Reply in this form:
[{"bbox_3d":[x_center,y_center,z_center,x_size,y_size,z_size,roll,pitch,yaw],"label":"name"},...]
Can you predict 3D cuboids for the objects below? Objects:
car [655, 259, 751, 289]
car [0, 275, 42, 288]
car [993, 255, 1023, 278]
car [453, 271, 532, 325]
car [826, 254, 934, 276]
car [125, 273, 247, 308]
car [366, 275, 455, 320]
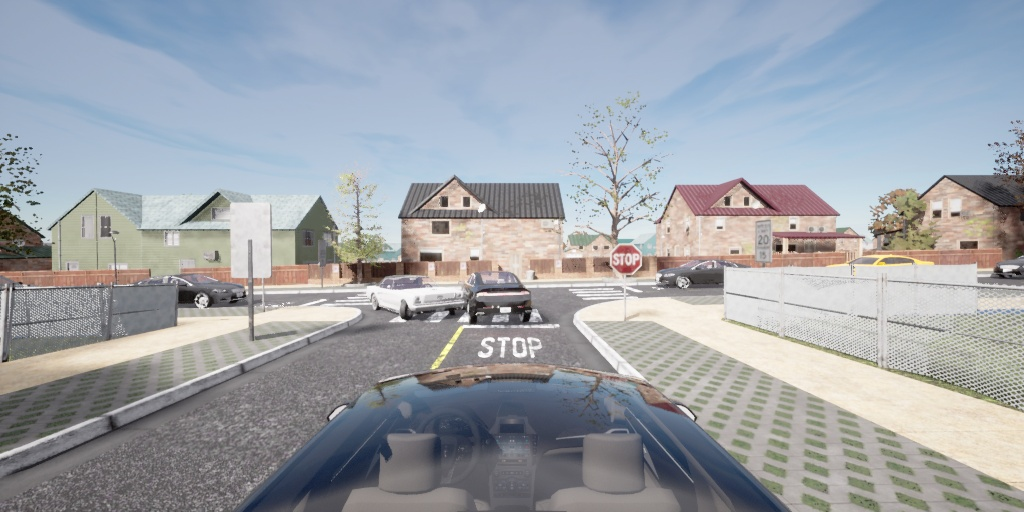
[{"bbox_3d":[10.335,0.926,19.426,4.902,1.511,2.128,-1,1,0],"label":"car"},{"bbox_3d":[-24.236,1.648,16.340,4.553,1.767,2.097,-1,1,0],"label":"car"},{"bbox_3d":[29.390,0.478,19.494,4.902,1.511,2.128,-1,1,0],"label":"car"},{"bbox_3d":[-0.683,1.242,12.020,2.128,1.511,4.902,0,0,-12],"label":"car"},{"bbox_3d":[19.765,0.690,19.460,5.008,1.535,1.882,-1,1,-1],"label":"car"},{"bbox_3d":[-14.899,1.566,16.378,4.902,1.511,2.128,-1,1,0],"label":"car"},{"bbox_3d":[-3.600,1.368,12.880,1.895,1.301,4.718,0,0,-38],"label":"car"}]
